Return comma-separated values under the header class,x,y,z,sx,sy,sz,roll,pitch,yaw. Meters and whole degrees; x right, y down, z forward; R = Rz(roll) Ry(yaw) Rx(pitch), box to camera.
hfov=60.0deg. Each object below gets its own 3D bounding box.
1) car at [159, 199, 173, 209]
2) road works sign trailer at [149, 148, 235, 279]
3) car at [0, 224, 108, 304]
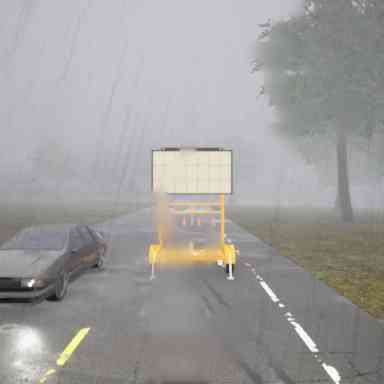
class,x,y,z,sx,sy,sz,roll,pitch,yaw
car,-3.865,1.726,50.249,1.882,1.535,5.008,0,0,-1
road works sign trailer,0.002,0.478,10.019,2.380,3.560,2.880,0,0,0
car,-3.599,1.558,8.565,2.033,1.411,5.357,0,0,0
